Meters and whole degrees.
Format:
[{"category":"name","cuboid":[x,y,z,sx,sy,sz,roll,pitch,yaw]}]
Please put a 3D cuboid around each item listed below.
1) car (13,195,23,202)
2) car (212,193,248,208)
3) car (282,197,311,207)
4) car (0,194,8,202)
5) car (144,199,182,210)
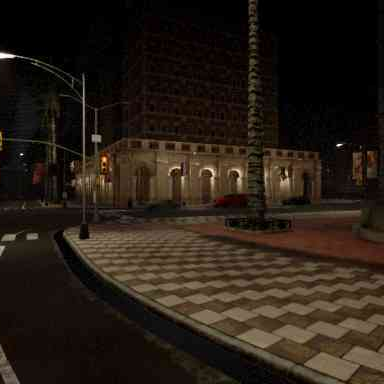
[{"category":"car","cuboid":[-41.744,1.595,79.698,1.895,1.301,4.718,0,0,-27]},{"category":"car","cuboid":[5.635,1.221,47.439,5.566,2.045,2.150,0,0,-26]},{"category":"car","cuboid":[16.504,1.477,52.763,5.008,1.535,1.882,0,0,-26]},{"category":"car","cuboid":[-44.934,1.355,78.257,2.097,1.767,4.553,0,0,-27]},{"category":"car","cuboid":[-3.735,1.601,42.855,4.718,1.301,1.895,0,0,-26]}]
